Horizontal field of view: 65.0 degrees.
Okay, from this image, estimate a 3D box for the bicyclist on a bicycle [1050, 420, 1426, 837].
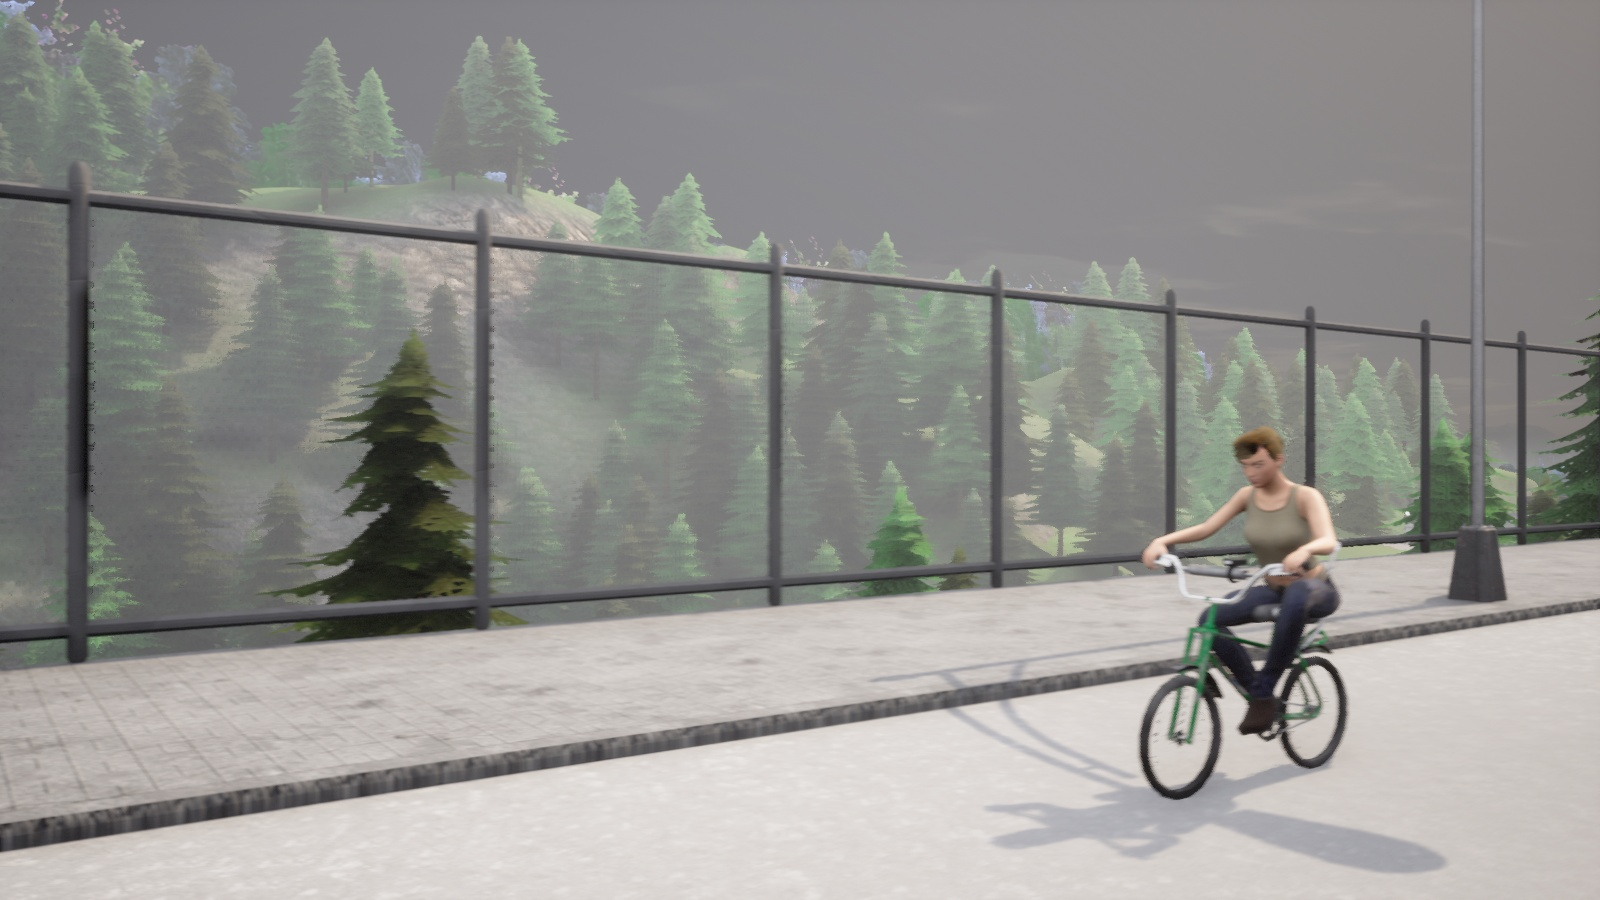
[{"bbox_3d":[1.977,0.691,5.638,1.509,1.612,0.866,0,0,-35],"label":"bicyclist on a bicycle"}]
